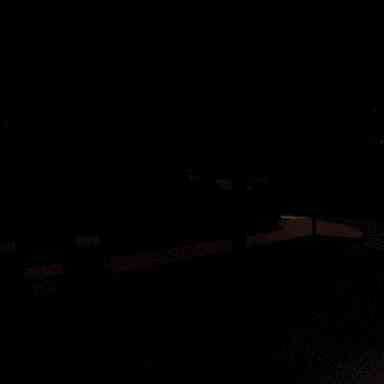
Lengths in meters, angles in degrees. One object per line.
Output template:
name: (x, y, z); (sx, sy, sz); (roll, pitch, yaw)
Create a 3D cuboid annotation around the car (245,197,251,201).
car: (4.529, 1.195, 29.834); (4.553, 1.767, 2.097); (0, 0, 42)
